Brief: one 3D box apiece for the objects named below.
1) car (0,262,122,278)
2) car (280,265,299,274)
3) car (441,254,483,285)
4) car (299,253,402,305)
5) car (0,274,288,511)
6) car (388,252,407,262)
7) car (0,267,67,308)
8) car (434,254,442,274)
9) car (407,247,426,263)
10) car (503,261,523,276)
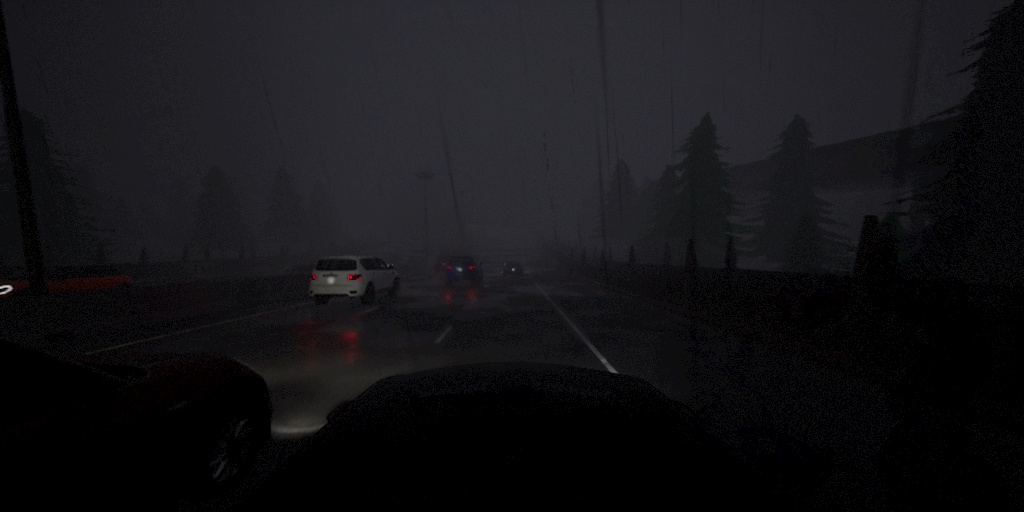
[{"bbox_3d":[-17.586,1.120,13.704,2.097,1.767,4.553,0,0,0],"label":"car"},{"bbox_3d":[-14.075,1.290,24.654,1.837,1.490,4.892,0,0,0],"label":"car"},{"bbox_3d":[-3.379,1.005,26.197,2.150,2.045,5.566,0,0,0],"label":"car"},{"bbox_3d":[-6.887,0.992,16.331,2.150,2.045,5.566,0,0,0],"label":"car"},{"bbox_3d":[-3.398,1.103,1.641,2.097,1.767,4.553,0,0,0],"label":"car"},{"bbox_3d":[-17.522,0.213,52.186,2.128,1.511,4.902,0,5,1],"label":"car"},{"bbox_3d":[-21.087,1.260,13.664,2.128,1.511,4.902,0,0,0],"label":"car"},{"bbox_3d":[-6.869,0.819,38.685,2.150,2.045,5.566,0,2,0],"label":"car"},{"bbox_3d":[-14.015,-0.164,53.307,2.150,2.045,5.566,0,6,1],"label":"car"},{"bbox_3d":[0.130,1.227,36.683,1.994,1.385,4.181,0,2,0],"label":"car"}]
